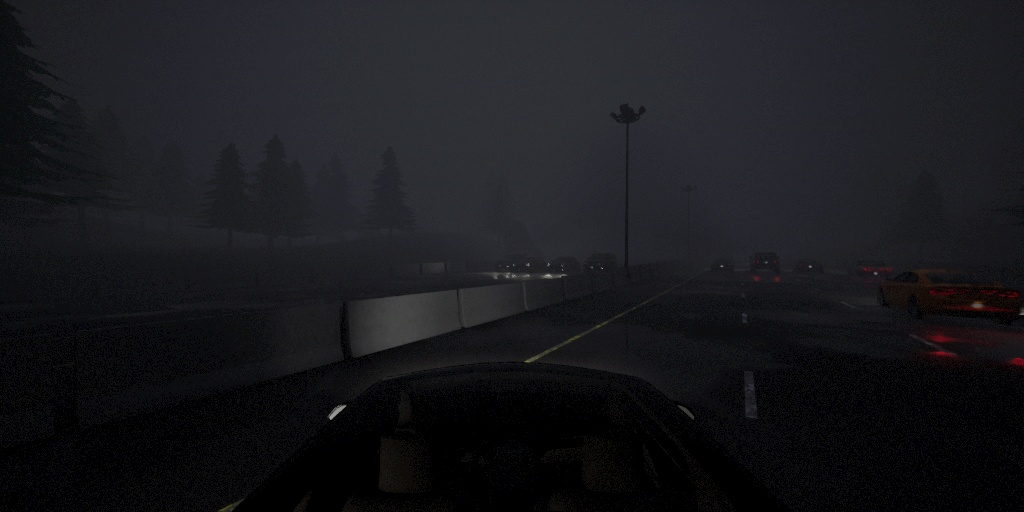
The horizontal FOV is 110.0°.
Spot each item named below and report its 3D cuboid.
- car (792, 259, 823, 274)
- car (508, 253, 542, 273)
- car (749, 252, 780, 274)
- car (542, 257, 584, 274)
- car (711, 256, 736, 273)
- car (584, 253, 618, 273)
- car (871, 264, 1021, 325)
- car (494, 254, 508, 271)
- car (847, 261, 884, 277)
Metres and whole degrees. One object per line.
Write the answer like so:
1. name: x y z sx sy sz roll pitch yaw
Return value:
1. car: 28.635 0.928 34.792 1.994 1.385 4.181 0 1 32
2. car: 1.941 0.879 38.721 2.097 1.767 4.553 0 1 33
3. car: 24.400 0.627 34.655 2.150 2.045 5.566 0 1 32
4. car: 5.430 0.867 37.664 2.097 1.767 4.553 0 1 33
5. car: 21.818 0.955 37.120 1.994 1.385 4.181 0 1 33
6. car: 9.228 0.702 37.083 2.150 2.045 5.566 0 1 32
7. car: 14.043 1.187 11.874 1.882 1.535 5.008 0 0 32
8. car: 0.129 0.717 42.348 2.150 2.045 5.566 0 1 33
9. car: 29.704 1.031 29.954 1.895 1.301 4.718 0 1 32
